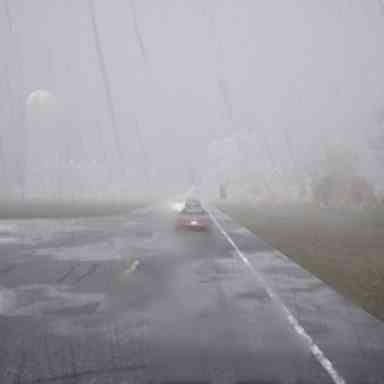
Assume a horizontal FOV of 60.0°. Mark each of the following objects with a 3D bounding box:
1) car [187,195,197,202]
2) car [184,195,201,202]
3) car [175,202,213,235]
[{"bbox_3d":[-0.003,1.411,75.039,1.994,1.385,4.181,0,0,0],"label":"car"},{"bbox_3d":[0.099,1.418,40.428,2.128,1.511,4.902,0,0,0],"label":"car"},{"bbox_3d":[0.105,1.524,18.782,1.994,1.385,4.181,0,0,0],"label":"car"}]
